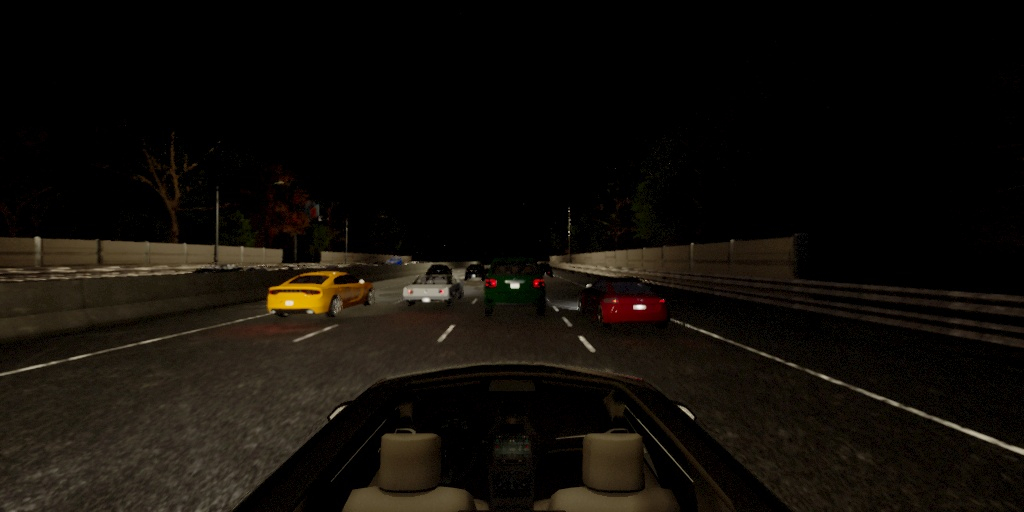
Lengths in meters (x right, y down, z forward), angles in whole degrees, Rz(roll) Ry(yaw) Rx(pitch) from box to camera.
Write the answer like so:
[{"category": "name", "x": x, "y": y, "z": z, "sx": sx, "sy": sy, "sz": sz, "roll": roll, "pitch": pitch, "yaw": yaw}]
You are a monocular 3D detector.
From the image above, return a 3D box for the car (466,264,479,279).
[{"category": "car", "x": -3.415, "y": 1.546, "z": 34.484, "sx": 1.837, "sy": 1.490, "sz": 4.892, "roll": 0, "pitch": -1, "yaw": 0}]

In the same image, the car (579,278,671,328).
[{"category": "car", "x": 3.500, "y": 1.396, "z": 11.844, "sx": 1.994, "sy": 1.385, "sz": 4.181, "roll": 0, "pitch": -1, "yaw": 0}]

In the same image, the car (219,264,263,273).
[{"category": "car", "x": -24.609, "y": 1.636, "z": 33.926, "sx": 1.895, "sy": 1.301, "sz": 4.718, "roll": 0, "pitch": -1, "yaw": 0}]

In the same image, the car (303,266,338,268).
[{"category": "car", "x": -17.607, "y": 1.604, "z": 34.418, "sx": 1.994, "sy": 1.385, "sz": 4.181, "roll": 0, "pitch": -1, "yaw": 0}]

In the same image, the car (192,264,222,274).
[{"category": "car", "x": -28.104, "y": 1.531, "z": 34.452, "sx": 2.128, "sy": 1.511, "sz": 4.902, "roll": 0, "pitch": -1, "yaw": 0}]

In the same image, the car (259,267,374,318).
[{"category": "car", "x": -6.905, "y": 1.331, "z": 13.594, "sx": 1.882, "sy": 1.535, "sz": 5.008, "roll": 0, "pitch": -1, "yaw": 0}]

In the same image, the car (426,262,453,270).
[{"category": "car", "x": -6.916, "y": 1.546, "z": 34.479, "sx": 1.837, "sy": 1.490, "sz": 4.892, "roll": 0, "pitch": -1, "yaw": 0}]

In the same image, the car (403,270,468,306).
[{"category": "car", "x": -3.407, "y": 1.480, "z": 16.489, "sx": 1.895, "sy": 1.301, "sz": 4.718, "roll": 0, "pitch": -1, "yaw": 0}]

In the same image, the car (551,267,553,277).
[{"category": "car", "x": 3.481, "y": 1.586, "z": 40.493, "sx": 1.837, "sy": 1.490, "sz": 4.892, "roll": 0, "pitch": -1, "yaw": 0}]

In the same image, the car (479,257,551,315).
[{"category": "car", "x": 0.093, "y": 1.081, "z": 14.215, "sx": 2.150, "sy": 2.045, "sz": 5.566, "roll": 0, "pitch": -1, "yaw": 0}]

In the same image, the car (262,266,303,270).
[{"category": "car", "x": -21.109, "y": 1.640, "z": 34.326, "sx": 1.895, "sy": 1.301, "sz": 4.718, "roll": 0, "pitch": -1, "yaw": 0}]
